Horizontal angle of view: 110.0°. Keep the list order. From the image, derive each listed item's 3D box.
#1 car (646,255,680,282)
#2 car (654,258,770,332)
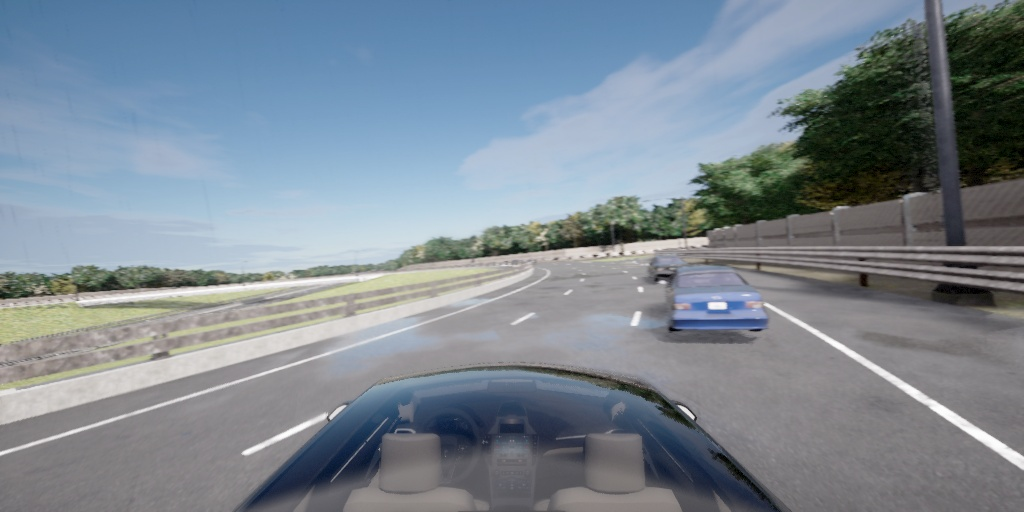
[{"bbox_3d":[9.041,0.652,21.018,2.033,1.411,5.357,-5,0,16],"label":"car"},{"bbox_3d":[4.867,0.928,9.146,2.033,1.411,5.357,-5,0,23],"label":"car"}]
